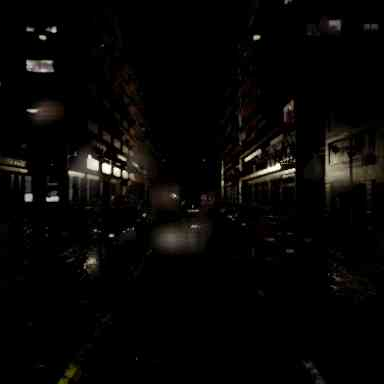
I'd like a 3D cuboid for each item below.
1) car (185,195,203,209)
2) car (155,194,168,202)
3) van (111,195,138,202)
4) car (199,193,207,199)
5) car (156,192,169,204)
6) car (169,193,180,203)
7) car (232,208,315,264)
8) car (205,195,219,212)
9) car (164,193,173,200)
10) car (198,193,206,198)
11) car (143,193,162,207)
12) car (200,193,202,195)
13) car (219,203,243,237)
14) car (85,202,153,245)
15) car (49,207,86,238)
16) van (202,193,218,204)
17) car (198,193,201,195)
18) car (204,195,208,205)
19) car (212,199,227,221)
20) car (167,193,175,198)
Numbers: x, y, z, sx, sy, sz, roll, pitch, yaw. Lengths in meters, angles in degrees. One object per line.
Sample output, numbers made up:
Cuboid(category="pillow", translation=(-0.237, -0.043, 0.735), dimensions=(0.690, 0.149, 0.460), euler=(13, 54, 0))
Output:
Cuboid(category="car", translation=(0.095, 1.357, 41.402), dimensions=(1.895, 1.301, 4.718), euler=(0, 0, 0))
Cuboid(category="car", translation=(-5.686, 1.178, 62.591), dimensions=(1.887, 1.381, 4.507), euler=(1, 0, 0))
Cuboid(category="van", translation=(-5.677, 1.174, 28.411), dimensions=(1.690, 1.788, 3.998), euler=(1, 0, 0))
Cuboid(category="car", translation=(2.692, 1.046, 85.439), dimensions=(1.887, 1.381, 4.507), euler=(1, 0, 0))
Cuboid(category="car", translation=(-5.680, 0.982, 56.893), dimensions=(2.192, 1.841, 5.009), euler=(1, 0, 0))
Cuboid(category="car", translation=(-3.059, 1.210, 57.584), dimensions=(2.033, 1.411, 5.357), euler=(0, 0, 1))
Cuboid(category="car", translation=(2.702, 1.477, 11.387), dimensions=(1.887, 1.381, 4.507), euler=(1, 0, 0))
Cuboid(category="car", translation=(2.699, 1.350, 34.172), dimensions=(2.008, 1.369, 4.403), euler=(1, 0, 0))
Cuboid(category="car", translation=(-5.661, 1.061, 79.509), dimensions=(1.752, 1.417, 4.829), euler=(1, 0, 0))
Cuboid(category="car", translation=(2.691, 1.013, 91.135), dimensions=(1.887, 1.381, 4.507), euler=(1, 0, 0))
Cuboid(category="car", translation=(-5.683, 1.284, 45.501), dimensions=(2.008, 1.369, 4.403), euler=(1, 0, 0))
Cuboid(category="car", translation=(2.699, 1.139, 51.261), dimensions=(1.967, 1.590, 4.097), euler=(1, 0, 0))
Cuboid(category="car", translation=(2.701, 1.465, 17.084), dimensions=(1.947, 1.339, 4.313), euler=(1, 0, 0))
Cuboid(category="car", translation=(-3.102, 1.415, 15.211), dimensions=(1.837, 1.490, 4.892), euler=(0, 0, 0))
Cuboid(category="car", translation=(-5.680, 1.465, 17.020), dimensions=(1.947, 1.339, 4.313), euler=(1, 0, 0))
Cuboid(category="van", translation=(2.701, 1.073, 45.564), dimensions=(1.690, 1.788, 3.998), euler=(1, 0, 0))
Cuboid(category="car", translation=(2.694, 1.182, 68.350), dimensions=(1.802, 1.307, 4.206), euler=(1, 0, 0))
Cuboid(category="car", translation=(2.698, 1.347, 39.869), dimensions=(1.802, 1.307, 4.206), euler=(1, 0, 0))
Cuboid(category="car", translation=(2.700, 1.431, 22.780), dimensions=(1.947, 1.339, 4.313), euler=(1, 0, 0))
Cuboid(category="car", translation=(-5.656, 1.014, 91.072), dimensions=(1.887, 1.381, 4.507), euler=(1, 0, 0))
